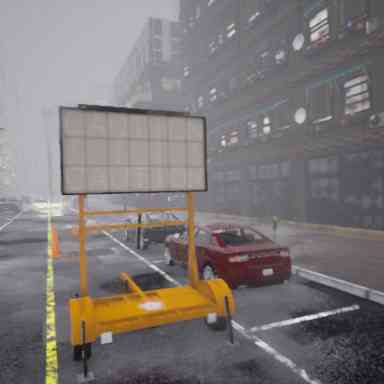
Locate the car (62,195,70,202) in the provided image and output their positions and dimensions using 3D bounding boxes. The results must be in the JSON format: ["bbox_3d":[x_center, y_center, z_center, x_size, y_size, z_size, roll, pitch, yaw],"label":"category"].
[{"bbox_3d":[-28.634,1.235,76.278,2.192,1.841,5.009,-1,0,-23],"label":"car"}]

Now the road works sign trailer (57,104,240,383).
[{"bbox_3d":[-0.919,0.424,5.599,2.380,3.560,2.880,-1,1,-23],"label":"road works sign trailer"}]

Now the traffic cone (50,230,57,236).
[{"bbox_3d":[-5.529,1.945,13.401,0.340,0.580,0.340,-2,1,-23],"label":"traffic cone"}]

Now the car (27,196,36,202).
[{"bbox_3d":[-40.350,1.679,83.539,1.947,1.339,4.313,-1,0,-23],"label":"car"}]

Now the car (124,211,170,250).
[{"bbox_3d":[-1.640,1.451,13.810,2.008,1.369,4.403,-1,0,-23],"label":"car"}]

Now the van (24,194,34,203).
[{"bbox_3d":[-35.853,1.450,73.126,1.690,1.788,3.998,-1,0,-23],"label":"van"}]

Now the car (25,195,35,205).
[{"bbox_3d":[-31.355,1.420,62.715,2.192,1.841,5.009,-1,0,-23],"label":"car"}]

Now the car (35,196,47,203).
[{"bbox_3d":[-30.736,1.609,67.737,1.994,1.385,4.181,-1,1,-23],"label":"car"}]

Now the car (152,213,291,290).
[{"bbox_3d":[0.609,1.443,8.605,1.887,1.381,4.507,-1,0,-23],"label":"car"}]

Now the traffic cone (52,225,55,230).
[{"bbox_3d":[-6.323,1.946,15.237,0.340,0.580,0.340,-2,1,-23],"label":"traffic cone"}]

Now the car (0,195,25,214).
[{"bbox_3d":[-20.109,1.412,36.686,2.192,1.841,5.009,-1,0,-23],"label":"car"}]

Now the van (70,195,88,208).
[{"bbox_3d":[-15.138,1.251,45.044,1.690,1.788,3.998,-1,0,-23],"label":"van"}]

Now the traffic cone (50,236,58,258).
[{"bbox_3d":[-4.736,1.945,11.565,0.340,0.580,0.340,-1,1,-23],"label":"traffic cone"}]

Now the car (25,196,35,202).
[{"bbox_3d":[-38.100,1.662,78.332,2.008,1.369,4.403,-1,0,-23],"label":"car"}]
